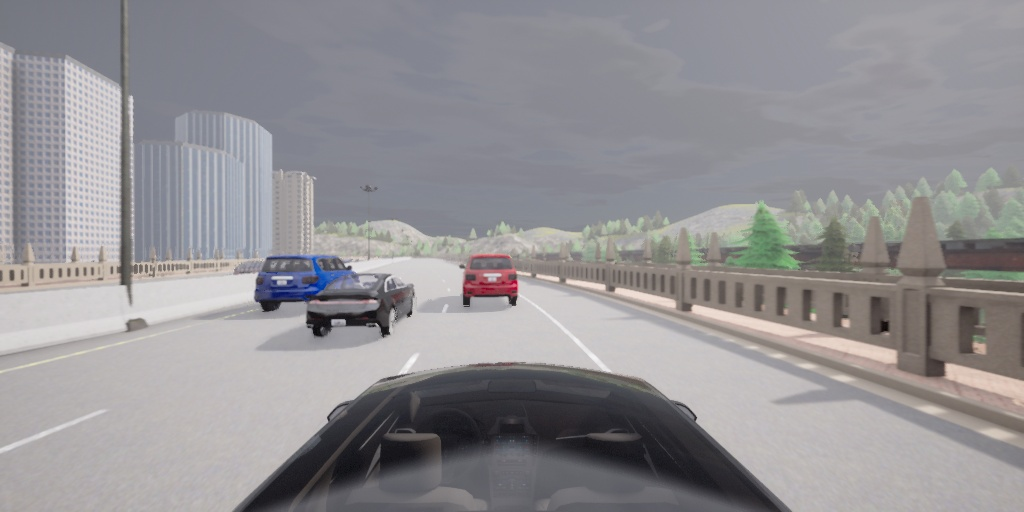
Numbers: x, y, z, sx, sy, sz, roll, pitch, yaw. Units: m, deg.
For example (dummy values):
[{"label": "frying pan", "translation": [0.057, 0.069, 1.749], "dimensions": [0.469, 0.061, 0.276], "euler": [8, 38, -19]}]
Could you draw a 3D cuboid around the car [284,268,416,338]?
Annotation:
[{"label": "car", "translation": [-4.002, 1.233, 10.250], "dimensions": [2.128, 1.511, 4.902], "euler": [0, 0, -5]}]

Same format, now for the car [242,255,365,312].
[{"label": "car", "translation": [-7.958, 0.966, 14.482], "dimensions": [2.150, 2.045, 5.566], "euler": [0, 0, -8]}]

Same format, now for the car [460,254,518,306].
[{"label": "car", "translation": [-1.095, 0.940, 15.771], "dimensions": [2.150, 2.045, 5.566], "euler": [0, 0, -8]}]

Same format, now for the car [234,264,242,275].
[{"label": "car", "translation": [-22.668, 1.313, 31.721], "dimensions": [1.994, 1.385, 4.181], "euler": [0, 0, -15]}]
